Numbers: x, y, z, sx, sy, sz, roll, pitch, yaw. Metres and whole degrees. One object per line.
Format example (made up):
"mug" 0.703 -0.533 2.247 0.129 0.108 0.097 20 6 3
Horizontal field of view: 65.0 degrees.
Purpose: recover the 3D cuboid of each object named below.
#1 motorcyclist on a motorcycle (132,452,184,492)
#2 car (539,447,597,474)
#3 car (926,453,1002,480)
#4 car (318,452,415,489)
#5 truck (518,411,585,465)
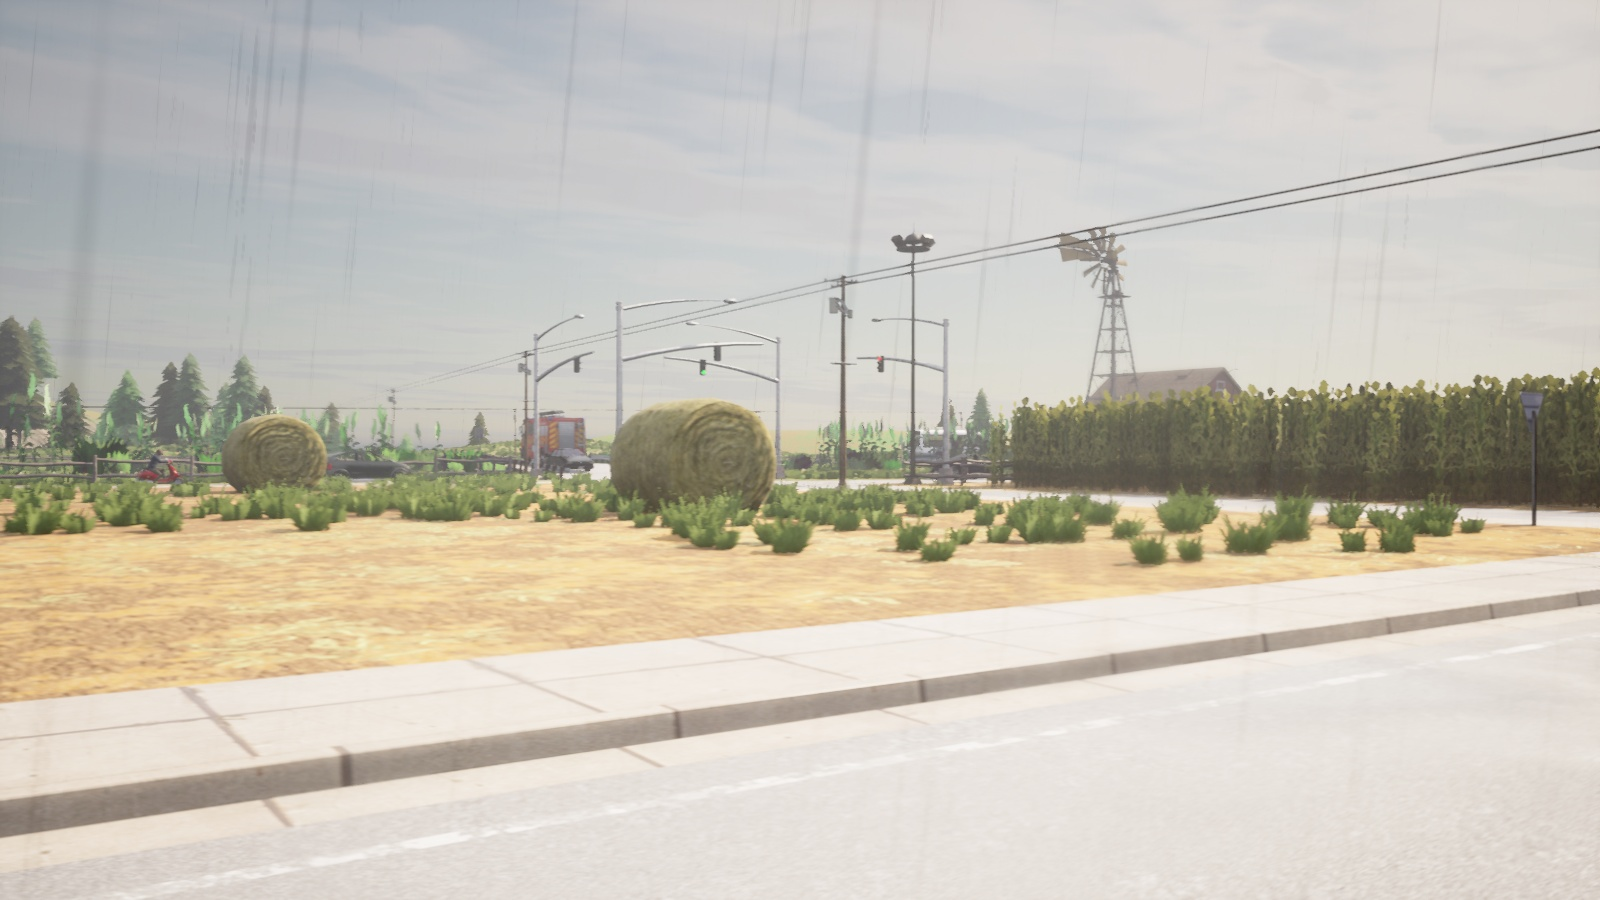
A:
"motorcyclist on a motorcycle" -25.935 0.869 50.763 1.817 1.590 0.866 0 0 -31
"car" -14.627 0.650 78.980 2.033 1.411 5.357 0 3 -28
"car" 9.454 0.942 72.258 4.193 1.474 1.816 0 0 -34
"car" -18.975 0.890 54.948 3.705 1.549 1.789 0 0 -31
"truck" -18.875 -0.824 95.056 2.891 3.827 8.468 0 -1 -26
